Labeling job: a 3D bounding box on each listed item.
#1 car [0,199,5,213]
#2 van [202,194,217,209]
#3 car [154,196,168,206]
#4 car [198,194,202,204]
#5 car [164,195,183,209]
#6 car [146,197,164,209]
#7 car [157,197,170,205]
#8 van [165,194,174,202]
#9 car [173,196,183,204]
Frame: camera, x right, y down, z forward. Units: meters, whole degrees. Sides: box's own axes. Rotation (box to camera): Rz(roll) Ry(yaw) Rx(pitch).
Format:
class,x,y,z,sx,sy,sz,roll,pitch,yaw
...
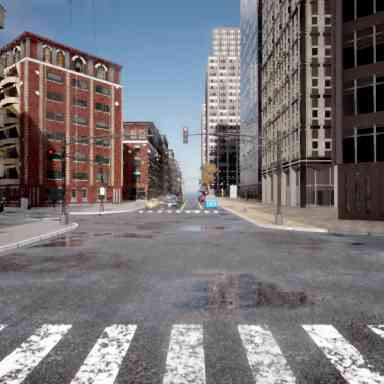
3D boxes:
class,x,y,z,sx,sy,sz,roll,pitch,yaw
car,-23.841,1.437,38.740,5.566,2.045,2.150,-1,-1,41
van,2.580,1.386,45.757,1.690,1.788,3.998,0,0,0
car,-5.299,1.510,56.864,1.967,1.590,4.097,0,0,0
car,2.583,1.644,67.966,1.887,1.381,4.507,0,0,0
car,-2.802,1.537,45.948,2.128,1.511,4.902,0,0,2
car,-5.301,1.570,45.589,1.752,1.417,4.829,0,0,0
car,-5.298,1.650,62.416,1.947,1.339,4.313,0,0,0
van,-5.294,1.474,79.072,1.690,1.788,3.998,0,0,0
car,-2.759,1.621,66.402,1.812,1.442,4.674,0,0,1
